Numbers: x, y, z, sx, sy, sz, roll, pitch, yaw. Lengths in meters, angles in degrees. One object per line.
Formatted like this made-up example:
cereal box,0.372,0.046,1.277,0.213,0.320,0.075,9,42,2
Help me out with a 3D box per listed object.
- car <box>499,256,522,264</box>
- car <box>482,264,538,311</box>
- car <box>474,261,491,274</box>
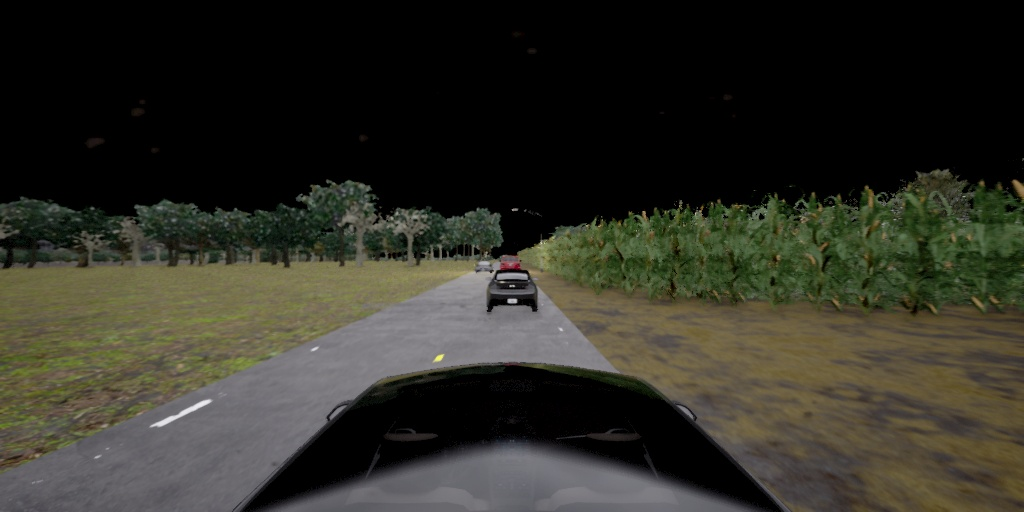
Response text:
car,-0.165,0.994,38.232,2.150,2.045,5.566,0,0,0
car,0.000,1.260,14.402,1.837,1.490,4.892,0,0,0
car,-3.123,1.292,40.864,1.812,1.442,4.674,0,0,0
